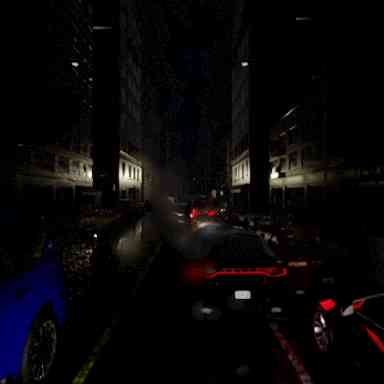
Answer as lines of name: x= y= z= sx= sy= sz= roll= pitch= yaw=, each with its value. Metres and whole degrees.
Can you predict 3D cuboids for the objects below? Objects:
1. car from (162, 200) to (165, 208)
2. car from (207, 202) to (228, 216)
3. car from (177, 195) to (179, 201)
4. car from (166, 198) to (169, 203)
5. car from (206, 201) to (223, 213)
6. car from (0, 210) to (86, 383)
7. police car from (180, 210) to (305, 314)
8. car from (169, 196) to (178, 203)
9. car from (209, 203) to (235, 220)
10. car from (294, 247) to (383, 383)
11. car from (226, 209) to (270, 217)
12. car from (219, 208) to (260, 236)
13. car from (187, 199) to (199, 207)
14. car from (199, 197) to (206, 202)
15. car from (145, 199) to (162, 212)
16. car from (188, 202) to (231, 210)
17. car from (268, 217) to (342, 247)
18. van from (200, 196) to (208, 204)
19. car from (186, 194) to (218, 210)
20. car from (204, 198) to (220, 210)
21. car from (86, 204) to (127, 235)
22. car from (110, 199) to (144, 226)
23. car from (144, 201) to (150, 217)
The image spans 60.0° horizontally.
car: x=-5.260 y=1.814 z=47.162 sx=1.752 sy=1.417 sz=4.829 roll=0 pitch=0 yaw=0
car: x=2.735 y=1.773 z=36.280 sx=2.008 sy=1.369 sz=4.403 roll=0 pitch=0 yaw=0
car: x=-5.155 y=2.067 z=85.612 sx=1.887 sy=1.381 sz=4.507 roll=0 pitch=0 yaw=0
car: x=-5.244 y=1.874 z=52.850 sx=2.008 sy=1.369 sz=4.403 roll=0 pitch=0 yaw=0
car: x=2.751 y=1.838 z=41.799 sx=1.802 sy=1.307 sz=4.206 roll=0 pitch=0 yaw=0
car: x=-2.744 y=1.234 z=2.301 sx=2.150 sy=2.045 sz=5.566 roll=0 pitch=0 yaw=0
police car: x=0.747 y=1.474 z=7.958 sx=1.930 sy=1.638 sz=5.238 roll=0 pitch=0 yaw=-2
car: x=-5.170 y=2.039 z=79.931 sx=2.008 sy=1.369 sz=4.403 roll=0 pitch=0 yaw=0
car: x=2.720 y=1.739 z=30.762 sx=2.008 sy=1.369 sz=4.403 roll=0 pitch=0 yaw=0
car: x=2.645 y=1.585 z=3.168 sx=1.947 sy=1.339 sz=4.313 roll=0 pitch=0 yaw=0
car: x=2.675 y=1.637 z=14.205 sx=2.008 sy=1.369 sz=4.403 roll=0 pitch=0 yaw=0
car: x=2.690 y=1.702 z=19.724 sx=1.802 sy=1.307 sz=4.206 roll=0 pitch=0 yaw=0
car: x=0.159 y=1.959 z=58.603 sx=1.895 sy=1.301 sz=4.718 roll=0 pitch=0 yaw=0
car: x=2.886 y=2.139 z=91.279 sx=1.802 sy=1.307 sz=4.206 roll=0 pitch=0 yaw=0
car: x=-5.275 y=1.696 z=41.815 sx=1.967 sy=1.590 sz=4.097 roll=0 pitch=0 yaw=0
car: x=0.856 y=1.567 z=18.065 sx=1.801 sy=1.575 sz=5.366 roll=0 pitch=0 yaw=0
car: x=2.660 y=1.597 z=8.686 sx=1.887 sy=1.381 sz=4.507 roll=0 pitch=0 yaw=0
van: x=2.855 y=1.829 z=79.919 sx=1.690 sy=1.788 sz=3.998 roll=0 pitch=0 yaw=0
car: x=0.889 y=1.371 z=23.903 sx=2.150 sy=2.045 sz=5.566 roll=0 pitch=0 yaw=0
car: x=2.766 y=1.730 z=47.319 sx=1.967 sy=1.590 sz=4.097 roll=0 pitch=0 yaw=0
car: x=-5.331 y=1.645 z=19.572 sx=1.752 sy=1.417 sz=4.829 roll=0 pitch=0 yaw=0
car: x=-5.320 y=1.469 z=25.260 sx=2.192 sy=1.841 sz=5.009 roll=0 pitch=0 yaw=0
car: x=-5.305 y=1.770 z=30.776 sx=1.802 sy=1.307 sz=4.206 roll=0 pitch=0 yaw=0
